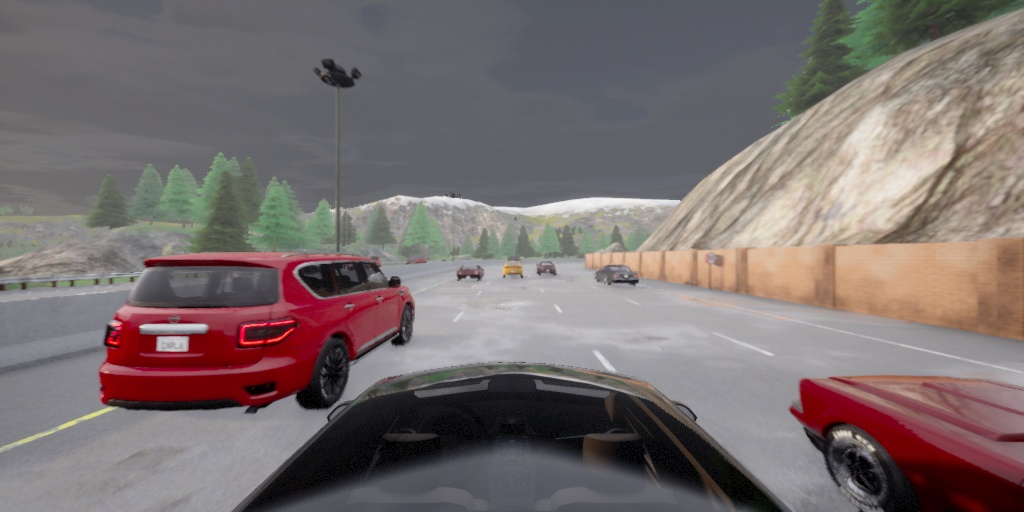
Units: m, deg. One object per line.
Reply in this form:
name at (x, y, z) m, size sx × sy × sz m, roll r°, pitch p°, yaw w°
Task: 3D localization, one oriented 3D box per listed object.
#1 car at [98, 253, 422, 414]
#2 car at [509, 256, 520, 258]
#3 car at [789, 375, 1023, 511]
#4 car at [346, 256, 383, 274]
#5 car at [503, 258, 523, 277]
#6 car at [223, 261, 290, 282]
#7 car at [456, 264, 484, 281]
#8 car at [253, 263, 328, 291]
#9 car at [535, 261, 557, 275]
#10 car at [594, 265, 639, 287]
car at (-3.406, 0.972, 6.283) m, size 2.150 × 2.045 × 5.566 m, roll 0°, pitch 0°, yaw 0°
car at (0.502, 0.979, 59.978) m, size 2.150 × 2.045 × 5.566 m, roll 0°, pitch 0°, yaw 5°
car at (3.594, 1.351, 1.275) m, size 1.895 × 1.301 × 4.718 m, roll 0°, pitch 0°, yaw 0°
car at (-17.582, 0.971, 43.186) m, size 2.150 × 2.045 × 5.566 m, roll 0°, pitch 0°, yaw 0°
car at (0.091, 1.231, 35.185) m, size 1.882 × 1.535 × 5.008 m, roll 0°, pitch 0°, yaw 0°
car at (-21.094, 1.242, 29.925) m, size 2.128 × 1.511 × 4.902 m, roll 0°, pitch 0°, yaw 0°
car at (-3.407, 1.353, 30.195) m, size 1.895 × 1.301 × 4.718 m, roll 0°, pitch 0°, yaw 0°
car at (-14.095, 1.255, 23.200) m, size 1.837 × 1.490 × 4.892 m, roll 0°, pitch 0°, yaw 0°
car at (3.590, 1.279, 38.378) m, size 1.812 × 1.442 × 4.674 m, roll 0°, pitch 0°, yaw 0°
car at (7.109, 1.300, 24.861) m, size 2.033 × 1.411 × 5.357 m, roll 0°, pitch 0°, yaw 0°
